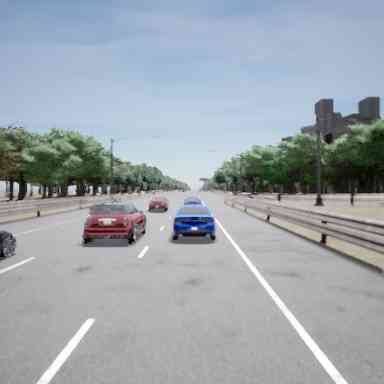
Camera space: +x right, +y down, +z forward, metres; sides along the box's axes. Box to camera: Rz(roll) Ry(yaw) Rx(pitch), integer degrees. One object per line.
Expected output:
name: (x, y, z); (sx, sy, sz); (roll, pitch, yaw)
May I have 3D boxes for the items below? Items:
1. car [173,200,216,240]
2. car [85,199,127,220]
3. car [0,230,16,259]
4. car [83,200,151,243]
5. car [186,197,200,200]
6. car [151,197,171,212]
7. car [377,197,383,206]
car: (0.102, 1.362, 16.415); (1.882, 1.535, 5.008); (0, 1, 0)
car: (-6.900, 1.332, 27.361); (2.033, 1.411, 5.357); (0, 1, 0)
car: (-6.900, 1.474, 9.378); (1.812, 1.442, 4.674); (0, 1, 0)
car: (-3.397, 1.245, 15.493); (2.097, 1.767, 4.553); (0, 1, 0)
car: (0.101, 1.244, 34.657); (1.812, 1.442, 4.674); (0, 1, 0)
car: (-3.399, 1.244, 34.657); (1.812, 1.442, 4.674); (0, 1, 0)
car: (23.024, 0.811, 36.744); (1.812, 1.442, 4.674); (0, 0, -36)
